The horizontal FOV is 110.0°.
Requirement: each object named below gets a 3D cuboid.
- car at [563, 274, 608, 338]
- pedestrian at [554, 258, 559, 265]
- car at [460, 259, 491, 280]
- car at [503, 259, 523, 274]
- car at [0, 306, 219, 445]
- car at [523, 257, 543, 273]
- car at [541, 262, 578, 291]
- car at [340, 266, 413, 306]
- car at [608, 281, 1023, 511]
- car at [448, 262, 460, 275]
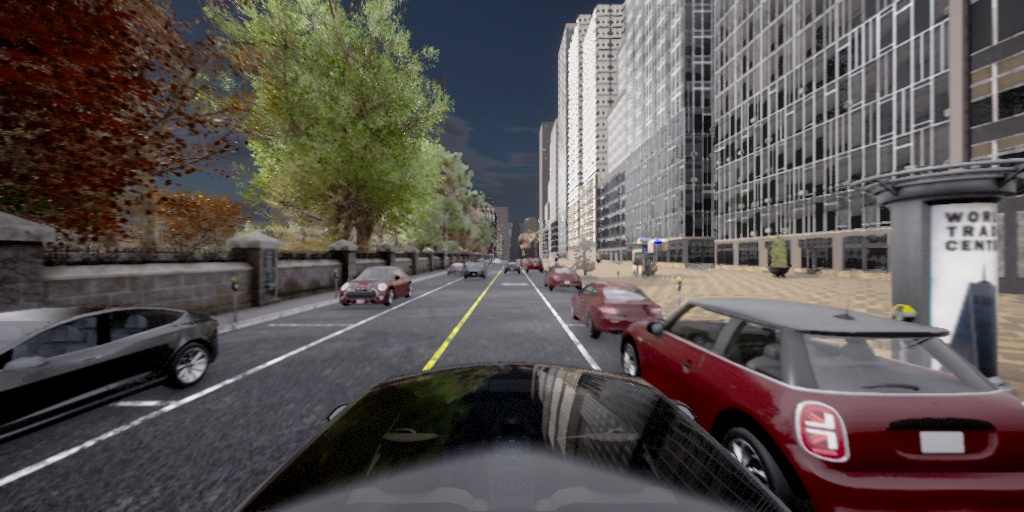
[{"bbox_3d":[2.686,1.328,9.814,1.802,1.307,4.207,0,0,0],"label":"car"},{"bbox_3d":[2.994,1.042,24.627,0.375,1.860,0.375,0,0,-3],"label":"pedestrian"},{"bbox_3d":[-3.103,1.257,31.503,1.837,1.490,4.892,0,0,0],"label":"car"},{"bbox_3d":[0.045,1.281,41.739,1.812,1.442,4.674,0,0,0],"label":"car"},{"bbox_3d":[-5.693,1.314,4.180,1.948,1.339,4.313,0,0,0],"label":"car"},{"bbox_3d":[2.678,1.071,43.607,2.192,1.841,5.009,0,0,0],"label":"car"},{"bbox_3d":[2.994,1.274,21.790,1.812,1.442,4.674,0,0,0],"label":"car"},{"bbox_3d":[-5.696,1.185,15.443,1.967,1.591,4.097,0,0,0],"label":"car"},{"bbox_3d":[2.688,1.188,4.182,1.967,1.591,4.097,0,0,0],"label":"car"},{"bbox_3d":[-5.701,1.336,37.973,1.802,1.307,4.207,0,0,0],"label":"car"}]
